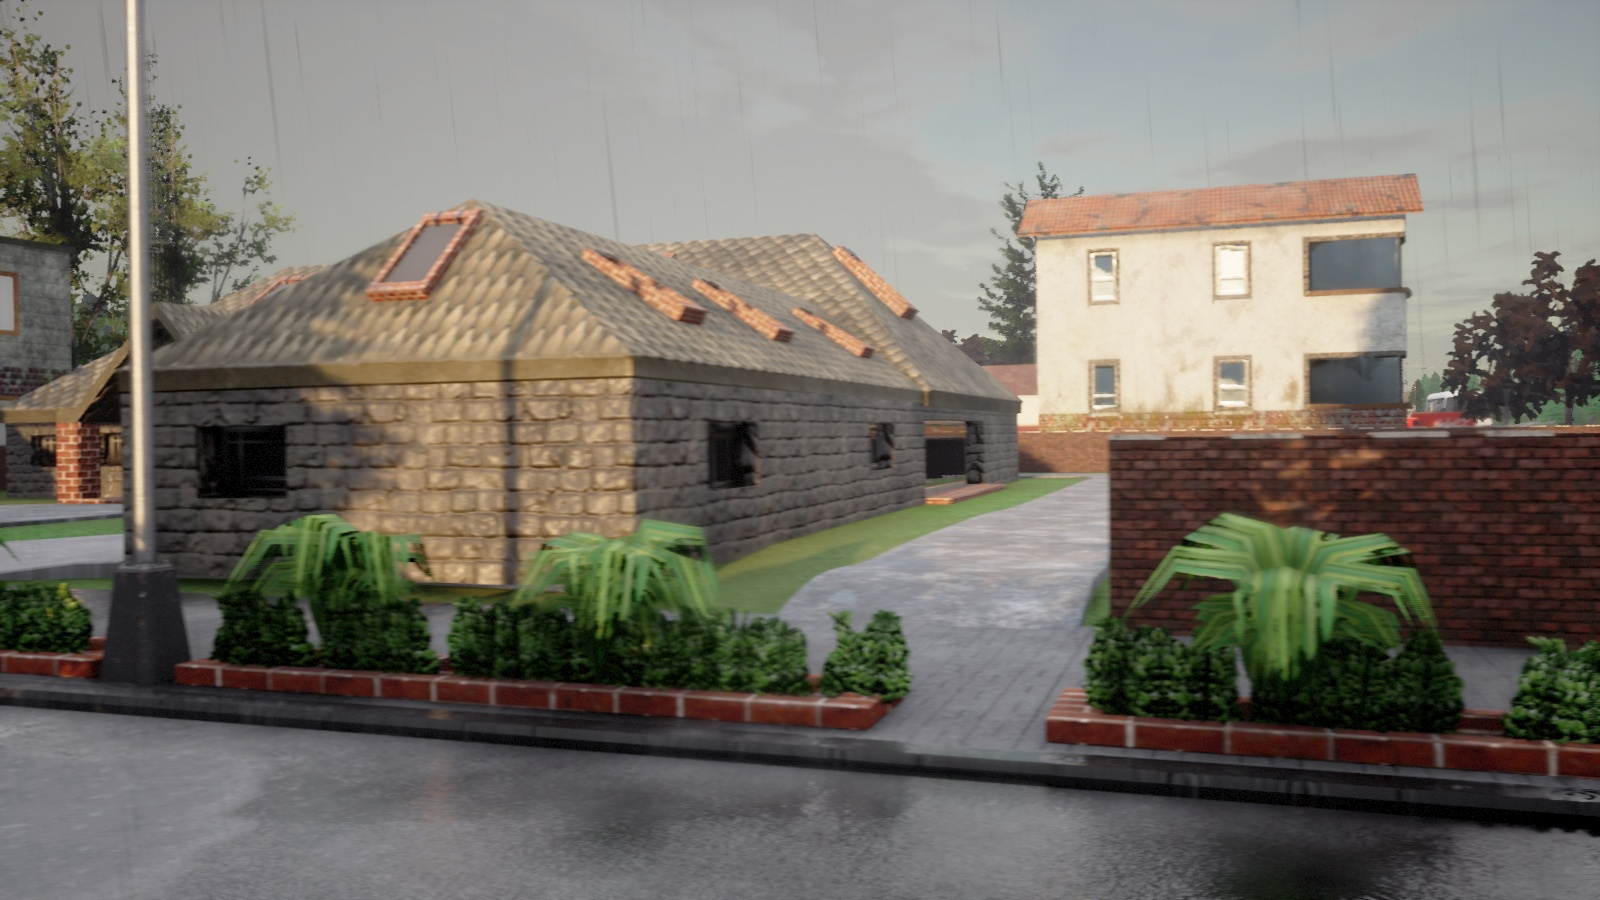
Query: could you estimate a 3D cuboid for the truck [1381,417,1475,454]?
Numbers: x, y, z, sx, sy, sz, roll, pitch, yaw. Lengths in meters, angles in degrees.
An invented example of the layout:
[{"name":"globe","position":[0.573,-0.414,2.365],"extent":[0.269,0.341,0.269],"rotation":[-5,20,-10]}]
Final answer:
[{"name":"truck","position":[42.852,-0.984,85.797],"extent":[5.204,2.467,2.627],"rotation":[-1,1,7]}]
